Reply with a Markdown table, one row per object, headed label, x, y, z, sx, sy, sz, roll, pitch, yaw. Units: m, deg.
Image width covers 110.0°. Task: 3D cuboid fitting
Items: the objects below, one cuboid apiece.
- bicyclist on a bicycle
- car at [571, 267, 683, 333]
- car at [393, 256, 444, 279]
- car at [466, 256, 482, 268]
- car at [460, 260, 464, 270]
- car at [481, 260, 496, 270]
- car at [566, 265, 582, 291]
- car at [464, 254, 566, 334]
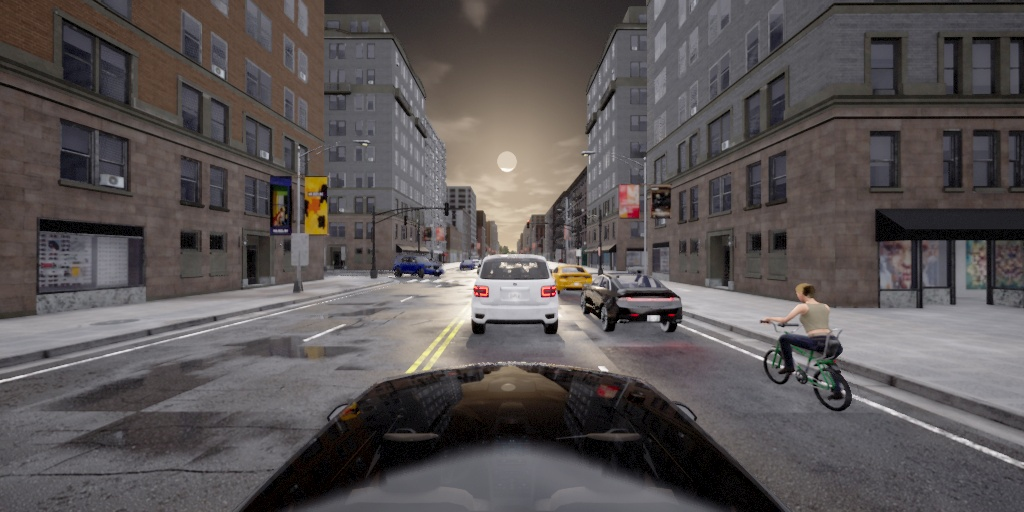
| label | x | y | z | sx | sy | sz | roll | pitch | yaw |
| --- | --- | --- | --- | --- | --- | --- | --- | --- | --- |
| bicyclist on a bicycle | 4.128 | 1.189 | 5.123 | 0.866 | 1.612 | 1.509 | 0 | 0 | 0 |
| car | 3.323 | 1.249 | 10.823 | 2.128 | 1.511 | 4.902 | 0 | 0 | 0 |
| car | -8.733 | 0.987 | 33.294 | 5.566 | 2.045 | 2.150 | 0 | -2 | 38 |
| car | -6.692 | 1.037 | 64.038 | 2.150 | 2.045 | 5.566 | 0 | 0 | 0 |
| car | -6.703 | 1.283 | 54.093 | 1.882 | 1.535 | 5.008 | 0 | 0 | 0 |
| car | -3.445 | 1.369 | 53.083 | 1.994 | 1.385 | 4.181 | 0 | 0 | 0 |
| car | 3.211 | 1.245 | 20.313 | 1.882 | 1.535 | 5.008 | 0 | 0 | 0 |
| car | 0.079 | 0.979 | 10.752 | 2.150 | 2.045 | 5.566 | 0 | 0 | 0 |
